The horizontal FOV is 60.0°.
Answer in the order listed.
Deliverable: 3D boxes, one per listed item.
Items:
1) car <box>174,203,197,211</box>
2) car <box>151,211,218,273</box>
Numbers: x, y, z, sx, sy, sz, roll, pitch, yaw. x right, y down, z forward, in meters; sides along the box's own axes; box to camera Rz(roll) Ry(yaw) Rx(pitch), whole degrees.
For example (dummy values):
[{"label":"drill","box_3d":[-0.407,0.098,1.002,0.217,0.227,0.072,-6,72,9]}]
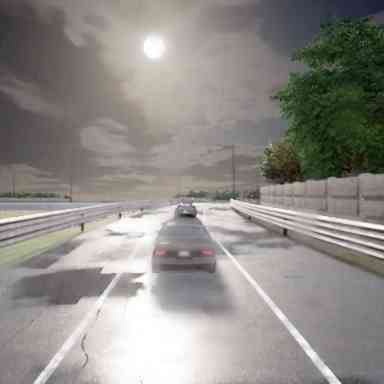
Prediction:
[{"label":"car","box_3d":[-0.535,1.658,30.257,1.994,1.385,4.181,0,0,2]},{"label":"car","box_3d":[-0.279,1.585,10.753,2.033,1.411,5.357,0,0,-2]}]
